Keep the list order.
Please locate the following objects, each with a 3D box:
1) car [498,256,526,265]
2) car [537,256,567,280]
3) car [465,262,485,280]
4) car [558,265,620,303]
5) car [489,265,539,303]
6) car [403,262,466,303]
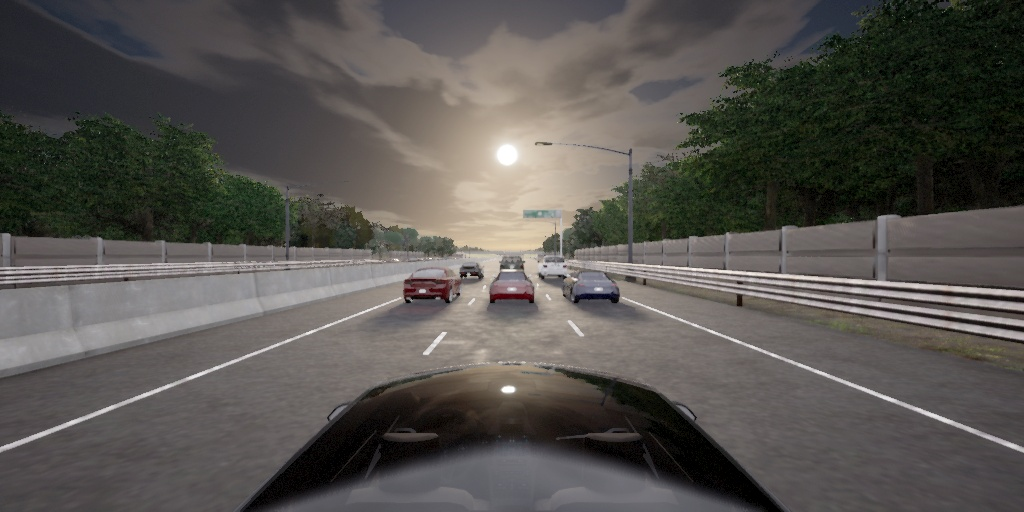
[{"bbox_3d":[0.000,0.987,31.530,2.150,2.045,5.566,0,0,0],"label":"car"},{"bbox_3d":[3.500,0.987,31.530,2.150,2.045,5.566,0,0,0],"label":"car"},{"bbox_3d":[-3.499,1.246,31.501,1.837,1.490,4.892,0,0,0],"label":"car"},{"bbox_3d":[3.500,1.314,16.501,1.994,1.385,4.181,0,0,0],"label":"car"},{"bbox_3d":[0.000,1.314,16.501,1.994,1.385,4.181,0,0,0],"label":"car"},{"bbox_3d":[-3.500,1.227,16.501,1.882,1.535,5.008,0,0,0],"label":"car"}]
